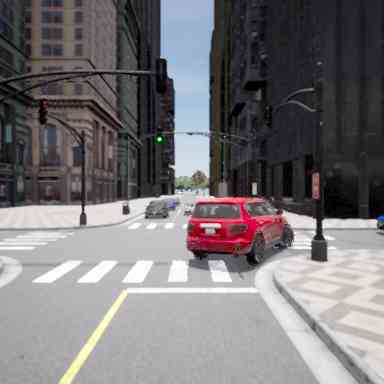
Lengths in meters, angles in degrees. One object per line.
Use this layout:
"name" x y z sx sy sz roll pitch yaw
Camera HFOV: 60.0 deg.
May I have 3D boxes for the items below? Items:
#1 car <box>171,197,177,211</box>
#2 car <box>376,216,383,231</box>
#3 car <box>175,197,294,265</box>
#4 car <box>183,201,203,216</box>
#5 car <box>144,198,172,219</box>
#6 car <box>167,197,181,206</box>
"car" -3.061 1.540 41.719 1.812 1.442 4.674 0 0 0
"car" 12.251 1.454 17.215 5.008 1.535 1.882 0 0 0
"car" 1.892 1.218 12.048 2.150 2.045 5.566 -2 0 30
"car" 0.118 1.612 33.850 1.895 1.301 4.718 0 0 0
"car" -3.086 1.514 29.769 1.837 1.490 4.892 0 0 0
"car" -3.006 1.571 56.751 2.033 1.411 5.357 0 0 1
